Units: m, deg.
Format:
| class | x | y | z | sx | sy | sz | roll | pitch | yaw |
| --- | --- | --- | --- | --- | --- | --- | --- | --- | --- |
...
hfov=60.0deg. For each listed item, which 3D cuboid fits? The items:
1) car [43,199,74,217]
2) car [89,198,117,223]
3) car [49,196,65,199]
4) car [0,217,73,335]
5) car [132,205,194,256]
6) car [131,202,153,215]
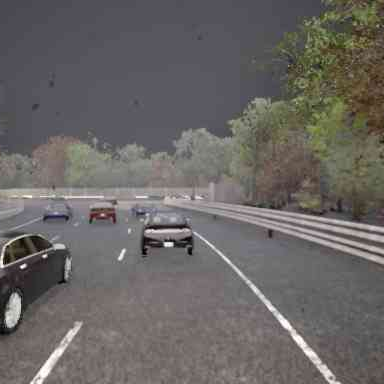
| class | x | y | z | sx | sy | sz | roll | pitch | yaw |
| --- | --- | --- | --- | --- | --- | --- | --- | --- | --- |
| car | -10.917 | 1.567 | 27.350 | 1.994 | 1.385 | 4.181 | 0 | 0 | -15 |
| car | -6.913 | 1.465 | 25.883 | 1.882 | 1.535 | 5.008 | 0 | 0 | -14 |
| car | -31.399 | 1.608 | 77.308 | 4.718 | 1.301 | 1.895 | 0 | 0 | 44 |
| car | -3.846 | 1.511 | 6.631 | 1.837 | 1.490 | 4.892 | 0 | 0 | -4 |
| car | -1.049 | 1.473 | 13.093 | 2.128 | 1.511 | 4.902 | 0 | 0 | -7 |
| car | -4.391 | 1.569 | 30.100 | 1.895 | 1.301 | 4.718 | 0 | 0 | -16 |
